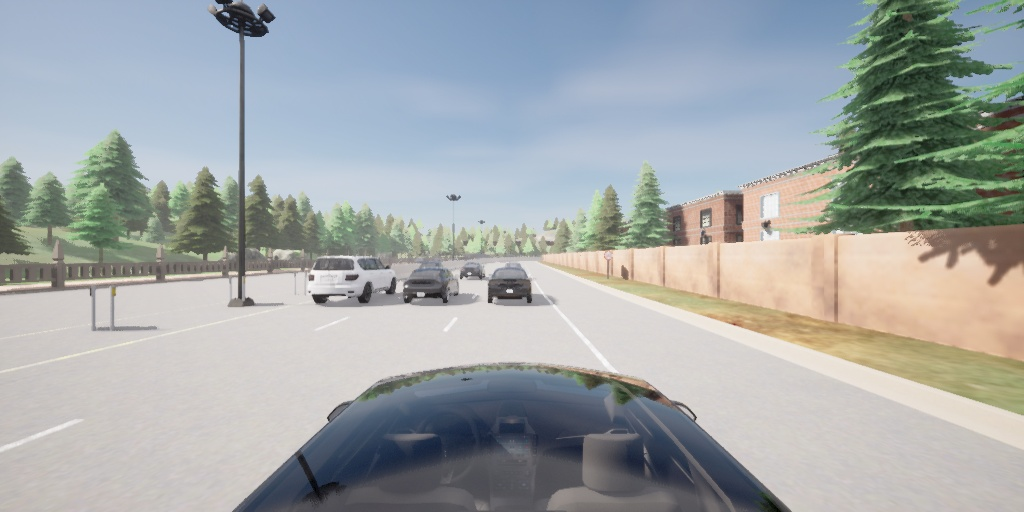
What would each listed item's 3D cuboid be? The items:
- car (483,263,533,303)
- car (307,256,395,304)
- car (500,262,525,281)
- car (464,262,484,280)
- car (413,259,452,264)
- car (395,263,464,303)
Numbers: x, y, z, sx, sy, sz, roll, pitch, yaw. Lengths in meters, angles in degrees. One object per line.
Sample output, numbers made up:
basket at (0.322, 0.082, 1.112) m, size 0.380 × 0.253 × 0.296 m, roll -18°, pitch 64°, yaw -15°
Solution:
car at (-0.099, 1.232, 16.562) m, size 1.882 × 1.535 × 5.008 m, roll 0°, pitch 0°, yaw 0°
car at (-7.099, 1.005, 16.556) m, size 2.150 × 2.045 × 5.566 m, roll 0°, pitch 0°, yaw 0°
car at (0.106, 1.311, 31.213) m, size 2.033 × 1.411 × 5.357 m, roll 0°, pitch 0°, yaw 1°
car at (-3.393, 1.280, 31.295) m, size 1.812 × 1.442 × 4.674 m, roll 0°, pitch 0°, yaw 1°
car at (-6.892, 1.264, 31.376) m, size 1.837 × 1.490 × 4.892 m, roll 0°, pitch 0°, yaw 1°
car at (-3.599, 1.263, 16.544) m, size 1.837 × 1.490 × 4.892 m, roll 0°, pitch 0°, yaw 0°
